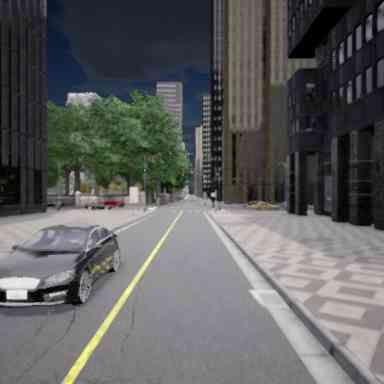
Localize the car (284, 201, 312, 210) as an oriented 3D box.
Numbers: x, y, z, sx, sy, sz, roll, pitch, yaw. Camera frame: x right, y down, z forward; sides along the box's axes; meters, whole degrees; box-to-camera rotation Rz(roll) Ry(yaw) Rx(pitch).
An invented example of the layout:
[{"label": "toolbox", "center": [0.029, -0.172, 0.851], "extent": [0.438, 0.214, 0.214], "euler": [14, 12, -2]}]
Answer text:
[{"label": "car", "center": [17.125, 2.315, 53.632], "extent": [4.403, 1.369, 2.008], "euler": [0, 0, 0]}]

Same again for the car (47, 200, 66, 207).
[{"label": "car", "center": [-25.924, 2.256, 62.406], "extent": [4.313, 1.339, 1.947], "euler": [0, 0, 0]}]

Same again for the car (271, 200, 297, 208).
[{"label": "car", "center": [17.166, 2.283, 62.157], "extent": [4.313, 1.339, 1.947], "euler": [0, 0, 0]}]

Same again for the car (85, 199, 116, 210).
[{"label": "car", "center": [-15.052, 2.303, 53.818], "extent": [4.313, 1.339, 1.947], "euler": [0, 0, 0]}]

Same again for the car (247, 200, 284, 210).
[{"label": "car", "center": [11.783, 2.283, 53.663], "extent": [4.829, 1.417, 1.752], "euler": [0, 0, 0]}]

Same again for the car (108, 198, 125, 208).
[{"label": "car", "center": [-15.012, 2.006, 62.341], "extent": [5.009, 1.841, 2.192], "euler": [0, 0, 0]}]

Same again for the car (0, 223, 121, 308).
[{"label": "car", "center": [-3.097, 1.584, 8.349], "extent": [2.128, 1.511, 4.902], "euler": [0, -1, 0]}]

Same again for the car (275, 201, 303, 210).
[{"label": "car", "center": [16.442, 2.279, 56.398], "extent": [4.181, 1.385, 1.994], "euler": [0, 0, 0]}]

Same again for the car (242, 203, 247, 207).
[{"label": "car", "center": [11.653, 2.262, 62.189], "extent": [4.403, 1.369, 2.008], "euler": [0, 0, 0]}]
